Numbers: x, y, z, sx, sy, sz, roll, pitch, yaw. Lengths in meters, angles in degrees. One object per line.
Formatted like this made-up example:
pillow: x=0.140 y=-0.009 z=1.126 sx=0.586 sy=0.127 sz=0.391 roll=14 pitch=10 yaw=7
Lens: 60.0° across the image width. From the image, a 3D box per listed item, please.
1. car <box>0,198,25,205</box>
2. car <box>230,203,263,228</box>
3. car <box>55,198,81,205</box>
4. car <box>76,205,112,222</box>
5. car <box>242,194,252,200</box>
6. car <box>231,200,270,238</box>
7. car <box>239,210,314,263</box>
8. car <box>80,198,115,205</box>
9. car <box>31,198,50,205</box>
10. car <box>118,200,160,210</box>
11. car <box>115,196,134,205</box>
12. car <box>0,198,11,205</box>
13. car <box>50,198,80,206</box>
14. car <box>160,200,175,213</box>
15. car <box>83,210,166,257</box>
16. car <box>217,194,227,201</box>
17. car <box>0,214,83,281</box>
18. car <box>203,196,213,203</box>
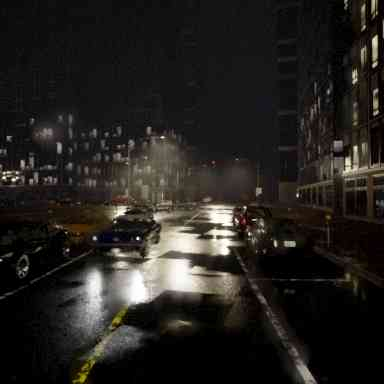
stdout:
car: x=-31.417 y=1.764 z=58.284 sx=4.403 sy=1.369 sz=2.008 roll=0 pitch=-1 yaw=15
car: x=3.662 y=1.555 z=23.200 sx=1.887 sy=1.381 sz=4.507 roll=1 pitch=0 yaw=5
car: x=-23.950 y=1.879 z=64.404 sx=4.403 sy=1.369 sz=2.008 roll=0 pitch=-1 yaw=15
car: x=-4.886 y=1.539 z=15.284 sx=1.752 sy=1.417 sz=4.829 roll=1 pitch=0 yaw=3
car: x=12.592 y=1.436 z=76.034 sx=2.192 sy=1.841 sz=5.009 roll=1 pitch=0 yaw=15
car: x=3.273 y=1.448 z=17.570 sx=1.967 sy=1.590 sz=4.097 roll=1 pitch=0 yaw=4
car: x=2.980 y=1.570 z=11.890 sx=1.947 sy=1.339 sz=4.313 roll=1 pitch=0 yaw=2
car: x=-15.240 y=1.672 z=53.842 sx=4.313 sy=1.339 sz=1.947 roll=0 pitch=-1 yaw=15
car: x=-29.508 y=1.890 z=65.931 sx=4.829 sy=1.417 sz=1.752 roll=0 pitch=-1 yaw=15
car: x=-4.118 y=1.576 z=26.383 sx=2.008 sy=1.369 sz=4.403 roll=1 pitch=0 yaw=5
car: x=-13.160 y=1.571 z=61.446 sx=5.009 sy=1.841 sz=2.192 roll=0 pitch=-1 yaw=15
car: x=-40.134 y=1.985 z=68.848 sx=4.403 sy=1.369 sz=2.008 roll=0 pitch=-1 yaw=15
car: x=-20.632 y=1.692 z=55.322 sx=4.403 sy=1.369 sz=2.008 roll=0 pitch=-1 yaw=15
car: x=-2.988 y=1.593 z=37.140 sx=2.008 sy=1.369 sz=4.403 roll=1 pitch=0 yaw=7
car: x=-2.388 y=1.610 z=13.063 sx=1.895 sy=1.301 sz=4.718 roll=0 pitch=0 yaw=3
car: x=8.153 y=1.525 z=89.883 sx=2.192 sy=1.841 sz=5.009 roll=1 pitch=0 yaw=16
car: x=-5.118 y=1.574 z=9.960 sx=1.947 sy=1.339 sz=4.313 roll=1 pitch=0 yaw=2
car: x=3.591 y=1.671 z=73.794 sx=1.752 sy=1.417 sz=4.829 roll=1 pitch=0 yaw=14
